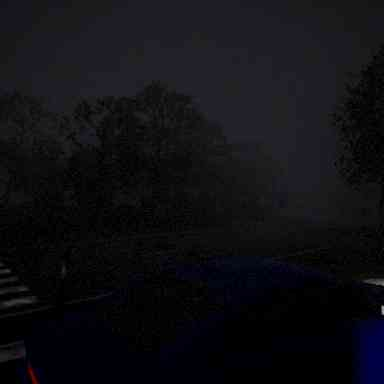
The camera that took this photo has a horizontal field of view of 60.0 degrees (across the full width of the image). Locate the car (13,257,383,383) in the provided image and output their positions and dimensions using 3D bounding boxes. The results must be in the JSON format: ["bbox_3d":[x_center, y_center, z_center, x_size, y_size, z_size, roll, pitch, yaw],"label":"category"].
[{"bbox_3d":[0.861,1.492,3.669,5.008,1.535,1.882,0,0,-32],"label":"car"}]
